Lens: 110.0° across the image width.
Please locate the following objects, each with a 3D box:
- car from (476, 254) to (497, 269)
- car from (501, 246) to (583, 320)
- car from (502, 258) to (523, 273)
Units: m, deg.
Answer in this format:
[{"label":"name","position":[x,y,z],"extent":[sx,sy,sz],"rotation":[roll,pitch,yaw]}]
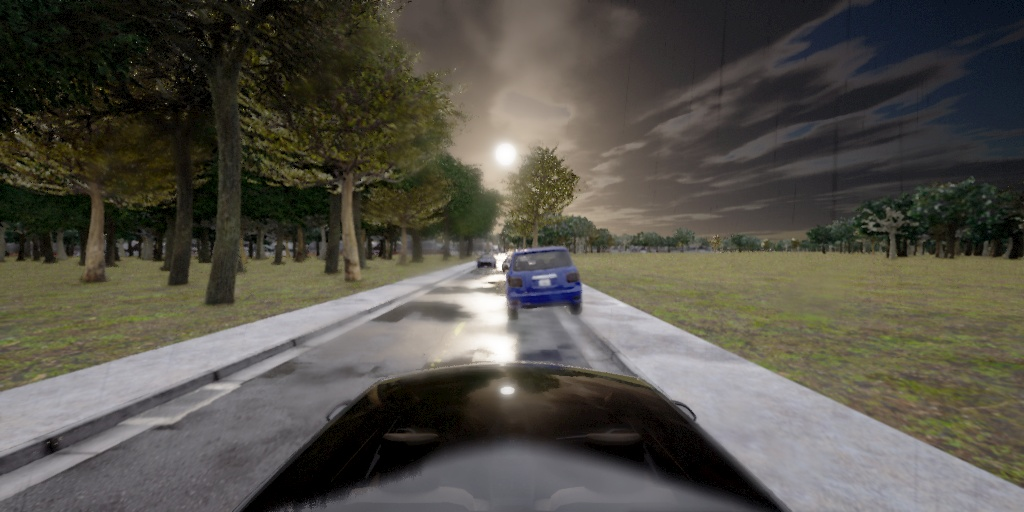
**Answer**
[{"label":"car","position":[-2.850,0.539,41.067],"extent":[2.097,1.767,4.553],"rotation":[0,1,0]},{"label":"car","position":[0.870,0.749,12.017],"extent":[2.150,2.045,5.566],"rotation":[-5,1,0]},{"label":"car","position":[0.041,0.870,35.338],"extent":[1.895,1.301,4.718],"rotation":[0,1,0]}]
